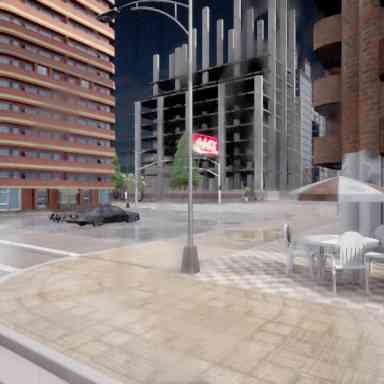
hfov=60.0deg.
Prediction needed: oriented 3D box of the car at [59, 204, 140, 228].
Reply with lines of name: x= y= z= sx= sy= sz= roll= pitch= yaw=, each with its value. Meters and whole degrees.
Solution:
car: x=-6.018 y=1.603 z=23.002 sx=2.033 sy=1.411 sz=5.357 roll=0 pitch=0 yaw=35

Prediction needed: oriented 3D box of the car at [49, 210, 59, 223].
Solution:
car: x=-8.765 y=1.619 z=25.631 sx=1.994 sy=1.385 sz=4.181 roll=0 pitch=0 yaw=36
